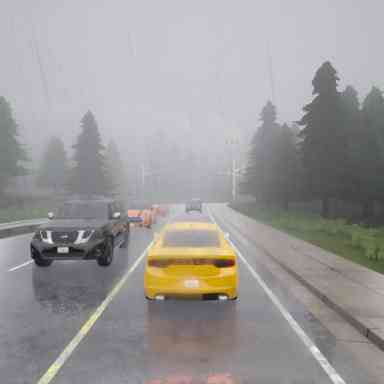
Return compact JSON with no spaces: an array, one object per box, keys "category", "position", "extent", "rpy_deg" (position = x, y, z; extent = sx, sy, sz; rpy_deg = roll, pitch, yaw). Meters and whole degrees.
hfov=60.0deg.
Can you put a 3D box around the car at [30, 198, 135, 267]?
[{"category":"car","position":[-3.628,1.253,11.928],"extent":[2.150,2.045,5.566],"rpy_deg":[0,0,-2]}]

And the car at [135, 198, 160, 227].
[{"category":"car","position":[-3.589,1.417,22.222],"extent":[2.097,1.767,4.553],"rpy_deg":[0,0,0]}]

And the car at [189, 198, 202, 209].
[{"category":"car","position":[0.607,1.659,49.405],"extent":[1.837,1.490,4.892],"rpy_deg":[0,0,2]}]

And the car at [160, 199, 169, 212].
[{"category":"car","position":[-3.450,1.451,32.473],"extent":[2.097,1.767,4.553],"rpy_deg":[0,0,1]}]

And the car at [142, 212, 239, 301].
[{"category":"car","position":[-0.011,1.498,8.451],"extent":[1.882,1.535,5.008],"rpy_deg":[0,0,0]}]

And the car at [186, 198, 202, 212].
[{"category":"car","position":[0.224,1.668,39.012],"extent":[2.033,1.411,5.357],"rpy_deg":[0,0,2]}]
